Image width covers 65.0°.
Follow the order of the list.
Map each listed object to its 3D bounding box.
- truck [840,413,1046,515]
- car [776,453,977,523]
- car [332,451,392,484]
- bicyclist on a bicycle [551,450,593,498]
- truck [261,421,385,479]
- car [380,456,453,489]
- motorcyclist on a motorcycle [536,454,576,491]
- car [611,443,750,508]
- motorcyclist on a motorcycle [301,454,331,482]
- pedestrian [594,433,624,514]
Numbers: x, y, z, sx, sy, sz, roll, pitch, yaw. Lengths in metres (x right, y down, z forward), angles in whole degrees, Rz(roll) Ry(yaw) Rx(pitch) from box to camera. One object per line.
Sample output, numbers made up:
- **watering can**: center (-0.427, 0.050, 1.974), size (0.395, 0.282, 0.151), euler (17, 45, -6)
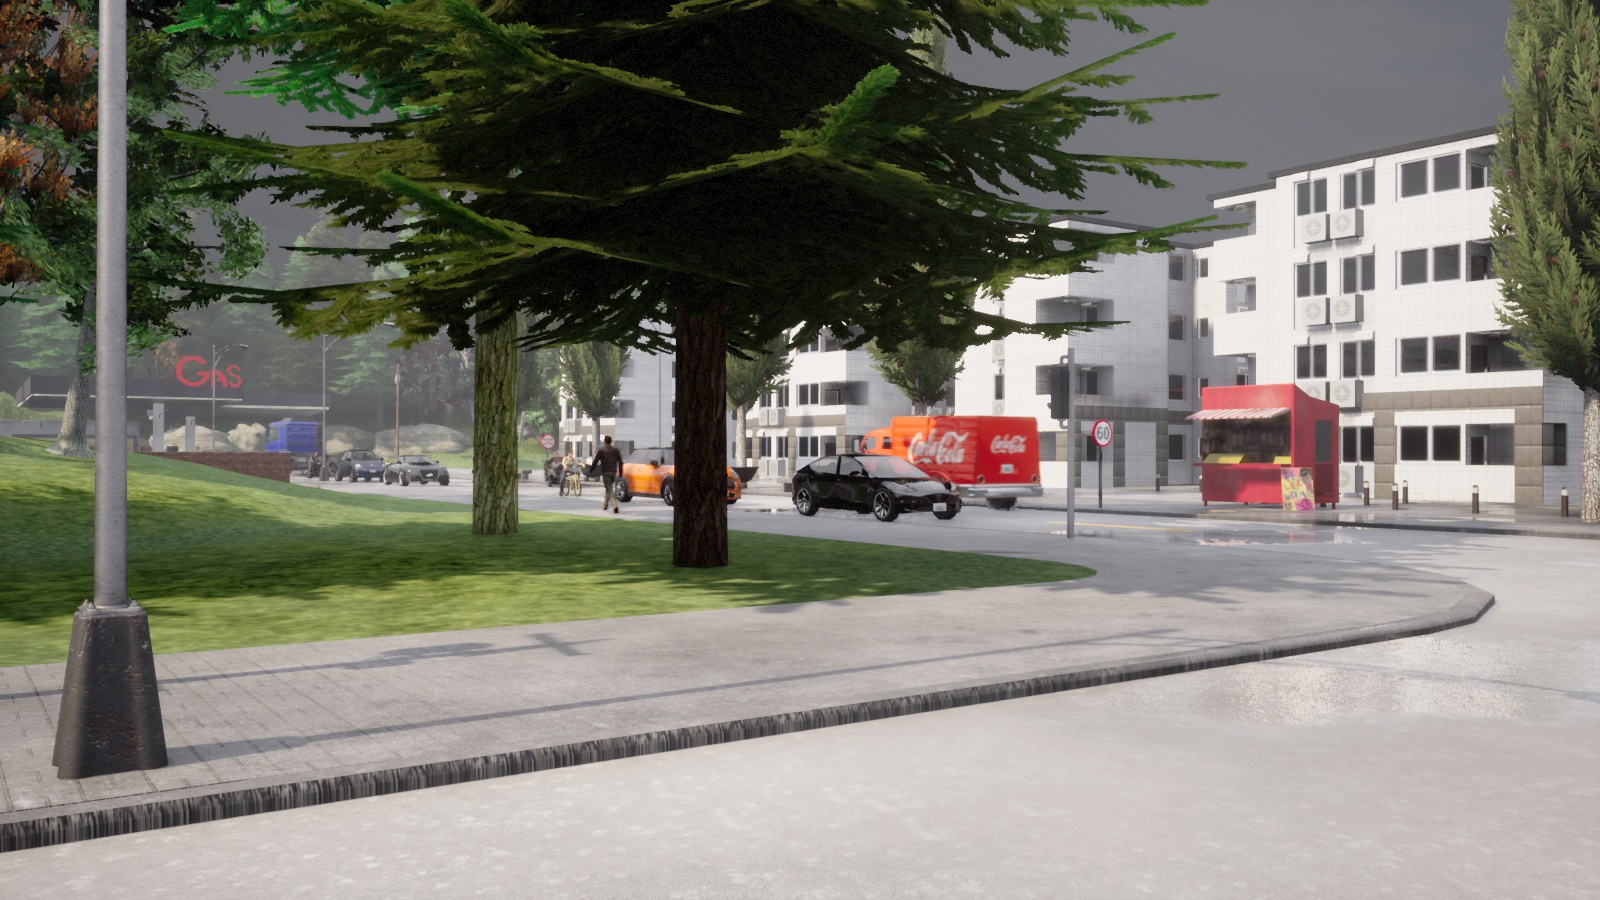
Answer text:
- **truck**: center (3.667, 0.333, 33.151), size (2.627, 2.467, 5.204), euler (0, 0, -35)
- **car**: center (1.658, 0.812, 29.066), size (2.163, 1.488, 4.792), euler (0, 0, -34)
- **car**: center (-22.020, 0.844, 63.114), size (1.851, 1.617, 3.988), euler (0, 0, -35)
- **bicyclist on a bicycle**: center (-7.725, 0.802, 42.541), size (0.866, 1.612, 1.509), euler (0, 0, -34)
- **truck**: center (-29.330, 0.015, 77.126), size (7.936, 3.462, 2.891), euler (0, 0, 32)
- **car**: center (-17.188, 0.983, 56.162), size (1.994, 1.385, 4.181), euler (0, 0, -34)
- **motorcyclist on a motorcycle**: center (-10.367, 0.932, 53.343), size (0.866, 1.530, 2.191), euler (0, 0, -35)
- **car**: center (-3.554, 0.700, 36.530), size (2.097, 1.767, 4.553), euler (0, 0, -34)
- **motorcyclist on a motorcycle**: center (-27.147, 1.010, 70.443), size (0.866, 1.530, 2.191), euler (0, 0, -42)
- **pedestrian**: center (-4.398, 0.534, 28.909), size (0.431, 1.840, 0.703), euler (0, 0, -31)
